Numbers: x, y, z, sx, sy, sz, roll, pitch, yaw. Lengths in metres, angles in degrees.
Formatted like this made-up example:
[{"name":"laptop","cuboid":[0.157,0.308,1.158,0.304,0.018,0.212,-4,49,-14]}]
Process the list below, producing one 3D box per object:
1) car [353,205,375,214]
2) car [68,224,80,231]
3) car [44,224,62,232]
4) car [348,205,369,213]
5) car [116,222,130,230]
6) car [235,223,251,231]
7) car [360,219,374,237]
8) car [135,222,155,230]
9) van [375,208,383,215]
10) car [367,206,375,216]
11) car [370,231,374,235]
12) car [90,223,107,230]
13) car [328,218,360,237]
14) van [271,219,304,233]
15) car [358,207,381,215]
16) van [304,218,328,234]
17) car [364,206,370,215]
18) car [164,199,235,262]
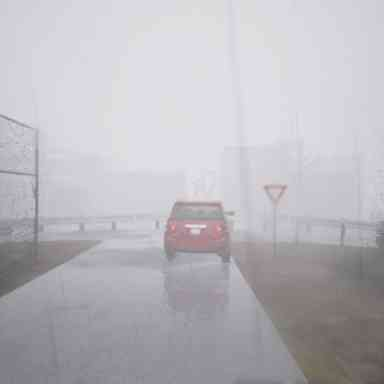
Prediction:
[{"name":"car","cuboid":[41.745,4.225,80.753,4.553,1.767,2.185,-1,1,-17]},{"name":"car","cuboid":[-15.011,4.644,42.994,1.946,1.575,5.366,0,0,-18]},{"name":"car","cuboid":[-17.911,4.646,42.914,2.097,1.535,5.008,0,0,-18]},{"name":"car","cuboid":[41.925,4.205,83.749,4.553,1.767,2.185,-1,1,-17]},{"name":"car","cuboid":[-9.097,4.644,42.804,1.946,1.575,5.366,0,0,-18]},{"name":"car","cuboid":[5.763,4.648,42.158,2.231,1.521,4.892,0,0,-18]},{"name":"car","cuboid":[20.558,4.392,41.661,2.435,2.045,5.566,0,0,-18]},{"name":"car","cuboid":[-6.058,4.676,42.513,2.163,1.488,4.792,0,0,-18]},{"name":"van","cuboid":[40.893,4.212,68.717,4.442,1.987,1.878,-1,1,-17]},{"name":"car","cuboid":[41.188,4.414,71.751,5.008,1.535,2.097,-1,1,-17]},{"name":"car","cuboid":[16.786,4.520,24.866,2.435,2.045,5.566,-1,1,-18]},{"name":"car","cuboid":[-11.984,4.646,42.726,2.097,1.535,5.008,0,0,-18]},{"name":"car","cuboid":[17.600,4.393,41.757,2.435,2.045,5.566,0,-1,-18]},{"name":"van","cuboid":[11.631,4.421,42.081,1.878,1.987,4.442,0,0,-18]},{"name":"car","cuboid":[41.534,4.412,77.753,4.674,1.452,2.002,-1,0,-17]},{"name":"van","cuboid":[14.588,4.420,41.985,1.878,1.987,4.442,0,0,-18]},{"name":"car","cuboid":[41.323,4.268,74.751,4.553,1.767,2.185,-1,0,-17]},{"name":"car","cuboid":[0.405,1.287,12.641,2.150,2.045,5.566,1,0,6]}]
